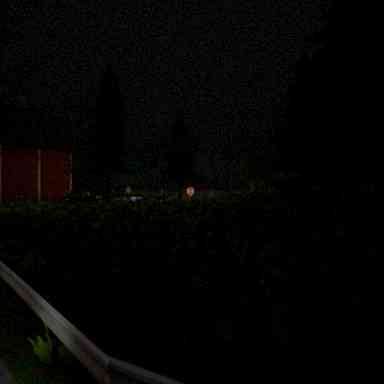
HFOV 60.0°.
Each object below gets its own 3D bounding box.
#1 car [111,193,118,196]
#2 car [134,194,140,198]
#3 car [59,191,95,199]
[{"bbox_3d":[-21.764,1.101,89.689,1.816,1.474,4.193,0,0,30],"label":"car"},{"bbox_3d":[-8.356,1.359,51.750,1.994,1.385,4.181,0,0,31],"label":"car"},{"bbox_3d":[-15.849,1.006,46.210,2.150,2.045,5.566,0,0,31],"label":"car"}]
